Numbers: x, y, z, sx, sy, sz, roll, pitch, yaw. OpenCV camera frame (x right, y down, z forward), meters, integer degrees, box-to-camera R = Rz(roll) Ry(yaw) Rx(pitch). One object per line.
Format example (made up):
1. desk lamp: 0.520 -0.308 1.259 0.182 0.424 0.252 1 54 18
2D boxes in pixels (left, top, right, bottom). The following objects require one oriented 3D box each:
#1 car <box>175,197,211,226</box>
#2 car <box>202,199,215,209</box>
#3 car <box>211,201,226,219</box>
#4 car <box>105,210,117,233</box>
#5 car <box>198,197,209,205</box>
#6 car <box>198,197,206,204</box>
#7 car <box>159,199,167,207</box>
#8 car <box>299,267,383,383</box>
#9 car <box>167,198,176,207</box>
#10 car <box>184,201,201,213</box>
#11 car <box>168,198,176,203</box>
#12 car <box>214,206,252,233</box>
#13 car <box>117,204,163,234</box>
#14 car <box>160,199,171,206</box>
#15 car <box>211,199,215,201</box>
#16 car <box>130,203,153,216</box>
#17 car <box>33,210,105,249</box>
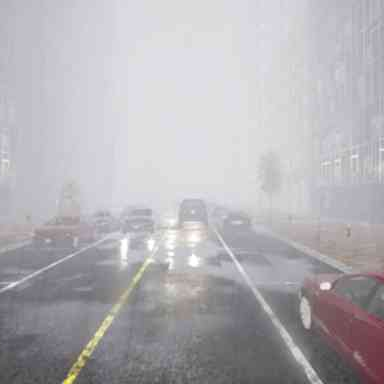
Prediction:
1. car: 0.087 1.490 25.771 2.150 2.045 5.566 0 0 0
2. car: 2.670 1.991 55.249 1.967 1.590 4.097 0 -1 0
3. car: 2.679 1.898 32.480 1.947 1.339 4.313 0 -1 0
4. car: -5.697 1.802 21.100 1.802 1.307 4.206 0 -1 0
5. car: 2.662 2.072 78.018 2.192 1.841 5.009 0 -1 0
6. car: 2.657 2.172 89.402 2.192 1.841 5.009 0 0 0
7. car: -5.715 2.180 66.469 1.752 1.417 4.829 0 -1 0
8. car: 2.691 1.589 4.020 1.887 1.381 4.507 0 -1 0
9. car: -3.053 1.976 63.122 2.097 1.767 4.553 0 -1 1
10. car: 0.047 1.938 44.092 2.128 1.511 4.902 0 0 0
11. car: -5.727 2.458 95.100 2.008 1.369 4.403 0 0 0
12. car: 2.684 1.785 21.096 1.947 1.339 4.313 0 -1 0
13. car: -3.108 1.722 20.901 1.837 1.490 4.892 0 -1 0
14. car: -5.718 2.258 72.332 2.008 1.369 4.403 0 -1 0
15. car: 2.675 2.009 43.863 1.947 1.339 4.313 0 -1 0
16. car: -5.704 1.955 38.177 1.947 1.339 4.313 0 -1 0
17. car: -5.694 1.707 15.407 1.887 1.381 4.507 0 -1 0
